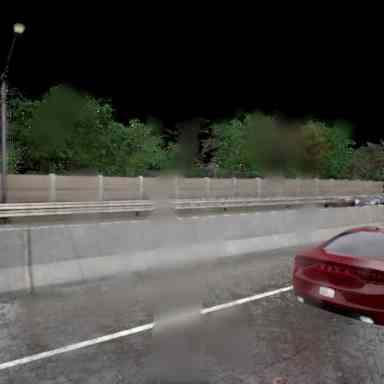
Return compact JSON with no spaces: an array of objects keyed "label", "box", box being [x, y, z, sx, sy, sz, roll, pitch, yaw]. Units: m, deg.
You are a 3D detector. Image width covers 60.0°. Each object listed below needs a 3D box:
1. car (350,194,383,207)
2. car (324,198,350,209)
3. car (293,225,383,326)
[{"label":"car","box":[18.868,1.043,34.465,4.553,1.767,2.097,-1,0,-35]},{"label":"car","box":[16.870,1.291,37.342,4.718,1.301,1.895,-1,0,-35]},{"label":"car","box":[4.170,1.418,6.732,5.008,1.535,1.882,-1,0,-35]}]
